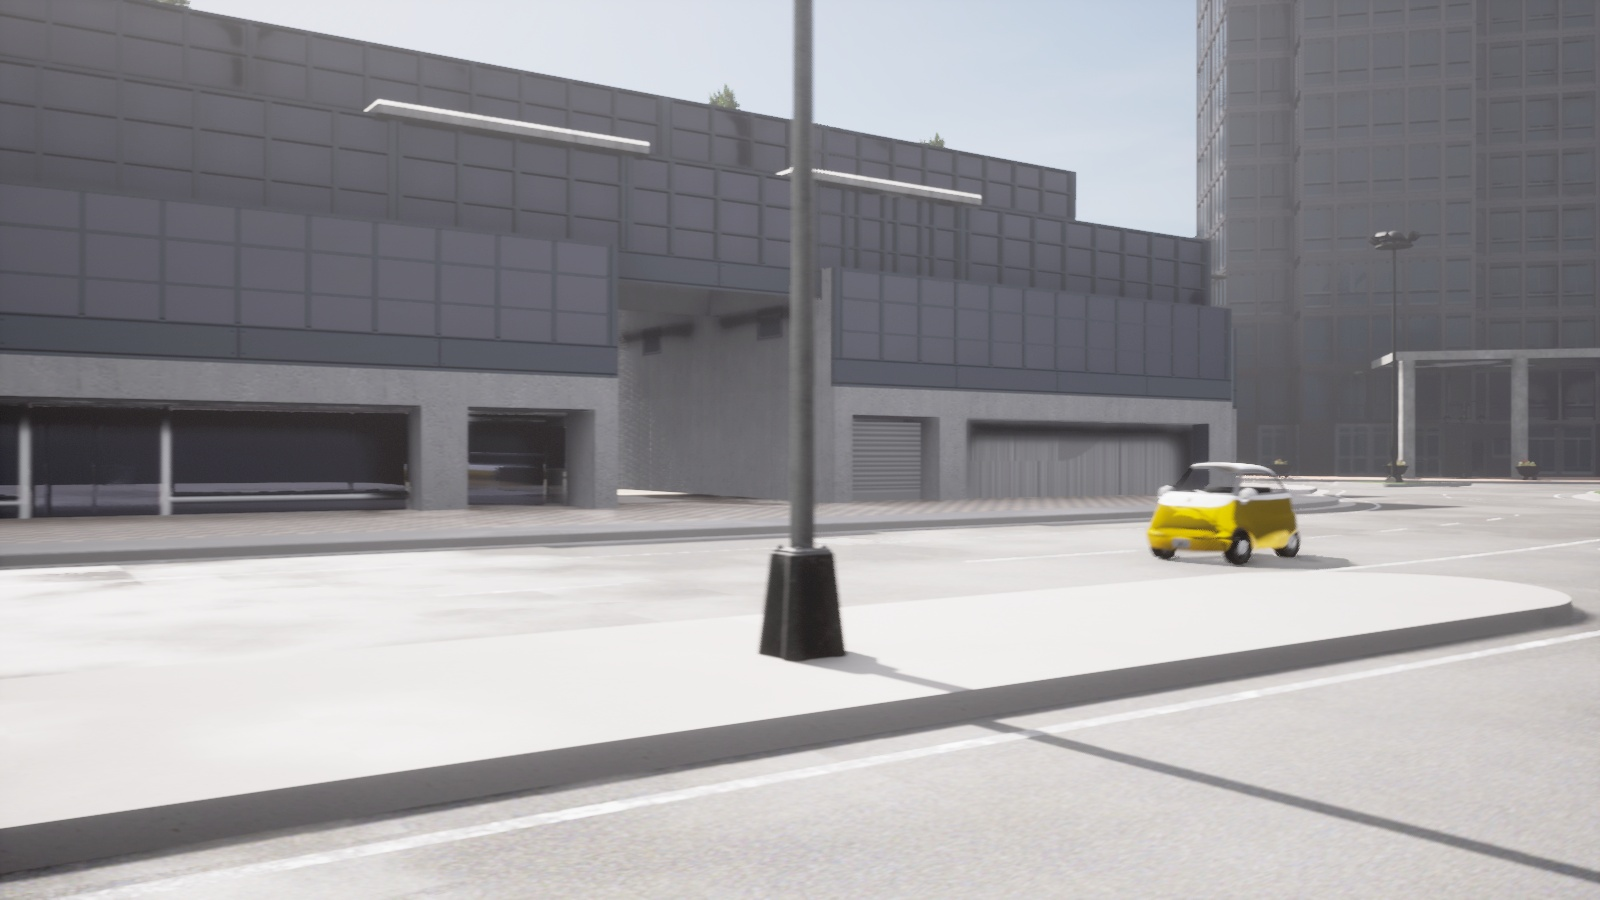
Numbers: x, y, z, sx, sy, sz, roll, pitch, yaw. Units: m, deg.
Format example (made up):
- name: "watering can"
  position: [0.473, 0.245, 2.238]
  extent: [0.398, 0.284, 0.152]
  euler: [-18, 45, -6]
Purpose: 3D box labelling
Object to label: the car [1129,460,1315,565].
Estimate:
- name: "car"
  position: [5.949, 0.831, 17.687]
  extent: [2.207, 1.376, 1.481]
  euler: [0, 0, -37]
